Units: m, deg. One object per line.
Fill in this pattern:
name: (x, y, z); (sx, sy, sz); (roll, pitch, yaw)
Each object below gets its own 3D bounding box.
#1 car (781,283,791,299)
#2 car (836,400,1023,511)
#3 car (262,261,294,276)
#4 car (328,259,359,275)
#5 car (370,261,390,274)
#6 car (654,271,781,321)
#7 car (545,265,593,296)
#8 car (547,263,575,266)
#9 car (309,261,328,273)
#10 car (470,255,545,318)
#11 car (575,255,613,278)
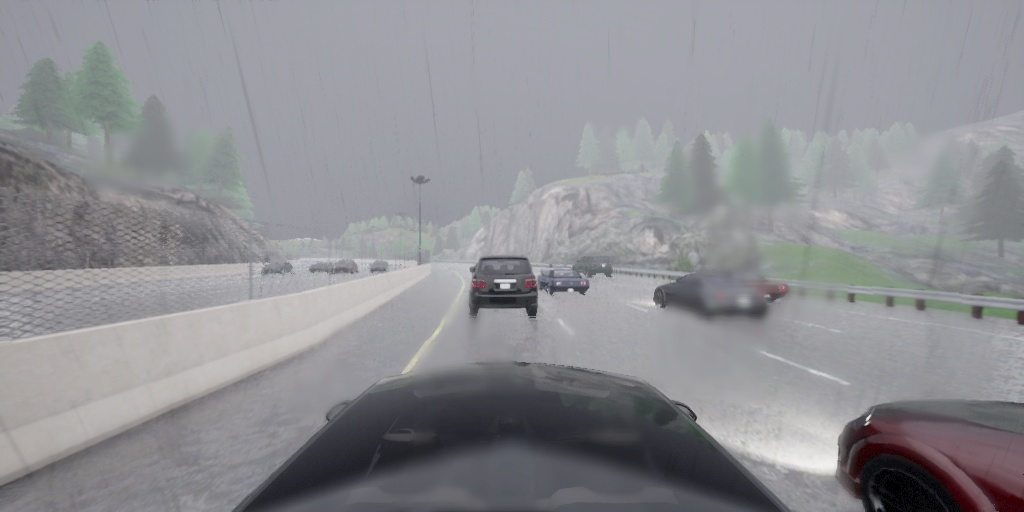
car: (9.912, 1.336, 16.367); (1.895, 1.301, 4.718); (0, 0, -4)
car: (3.517, 1.306, 1.035); (1.994, 1.385, 4.181); (0, 0, 0)
car: (-25.860, 1.332, 39.772); (1.837, 1.490, 4.892); (0, 0, -14)
car: (-18.932, 1.164, 40.844); (2.097, 1.767, 4.553); (0, 0, -14)
car: (-16.033, 1.312, 43.720); (1.837, 1.490, 4.892); (0, 0, -14)
car: (6.643, 1.305, 12.456); (1.994, 1.385, 4.181); (0, 0, -3)
car: (2.611, 1.354, 19.450); (1.895, 1.301, 4.718); (0, 0, -6)
car: (4.095, 1.359, 34.211); (1.895, 1.301, 4.718); (0, 0, -10)
car: (-23.379, 1.373, 44.339); (2.033, 1.411, 5.357); (0, 0, -15)
car: (-0.379, 0.979, 13.199); (2.150, 2.045, 5.566); (0, 0, -4)
car: (7.629, 0.971, 34.310); (2.150, 2.045, 5.566); (0, 0, -10)
